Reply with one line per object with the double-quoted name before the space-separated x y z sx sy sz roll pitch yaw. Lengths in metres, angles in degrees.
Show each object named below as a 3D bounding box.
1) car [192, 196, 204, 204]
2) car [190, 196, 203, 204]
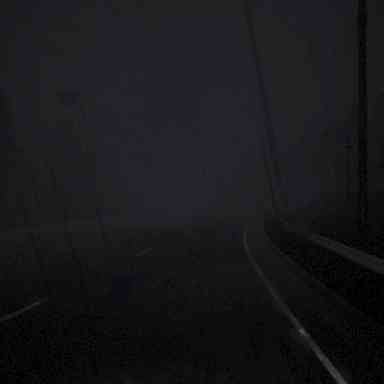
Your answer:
"car" 1.581 2.060 87.877 2.150 2.045 5.566 0 -1 12
"car" 0.720 2.267 83.018 1.895 1.301 4.718 0 -1 10
